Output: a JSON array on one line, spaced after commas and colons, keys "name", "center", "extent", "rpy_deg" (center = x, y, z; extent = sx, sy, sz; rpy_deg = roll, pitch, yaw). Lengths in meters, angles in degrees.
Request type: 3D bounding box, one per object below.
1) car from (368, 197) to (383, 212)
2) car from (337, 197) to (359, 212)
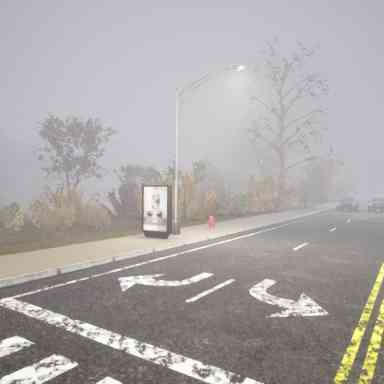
[{"name": "car", "center": [21.463, 1.393, 38.137], "extent": [2.097, 1.767, 4.553], "rpy_deg": [0, 0, 30]}, {"name": "car", "center": [18.659, 1.390, 39.780], "extent": [2.097, 1.767, 4.553], "rpy_deg": [0, 0, 30]}]
